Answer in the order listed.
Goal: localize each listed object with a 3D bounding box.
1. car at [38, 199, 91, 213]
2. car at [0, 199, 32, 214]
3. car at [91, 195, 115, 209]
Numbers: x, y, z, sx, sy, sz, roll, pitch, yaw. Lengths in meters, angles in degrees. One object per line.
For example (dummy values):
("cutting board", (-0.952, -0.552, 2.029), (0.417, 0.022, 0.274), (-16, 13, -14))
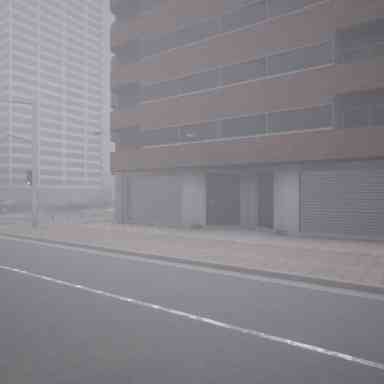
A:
("car", (-13.872, 1.601, 36.458), (1.895, 1.301, 4.718), (0, 0, 35))
("car", (-18.736, 1.477, 35.595), (1.882, 1.535, 5.008), (0, 0, 35))
("car", (-12.781, 1.505, 44.149), (1.837, 1.490, 4.892), (0, 0, 35))
